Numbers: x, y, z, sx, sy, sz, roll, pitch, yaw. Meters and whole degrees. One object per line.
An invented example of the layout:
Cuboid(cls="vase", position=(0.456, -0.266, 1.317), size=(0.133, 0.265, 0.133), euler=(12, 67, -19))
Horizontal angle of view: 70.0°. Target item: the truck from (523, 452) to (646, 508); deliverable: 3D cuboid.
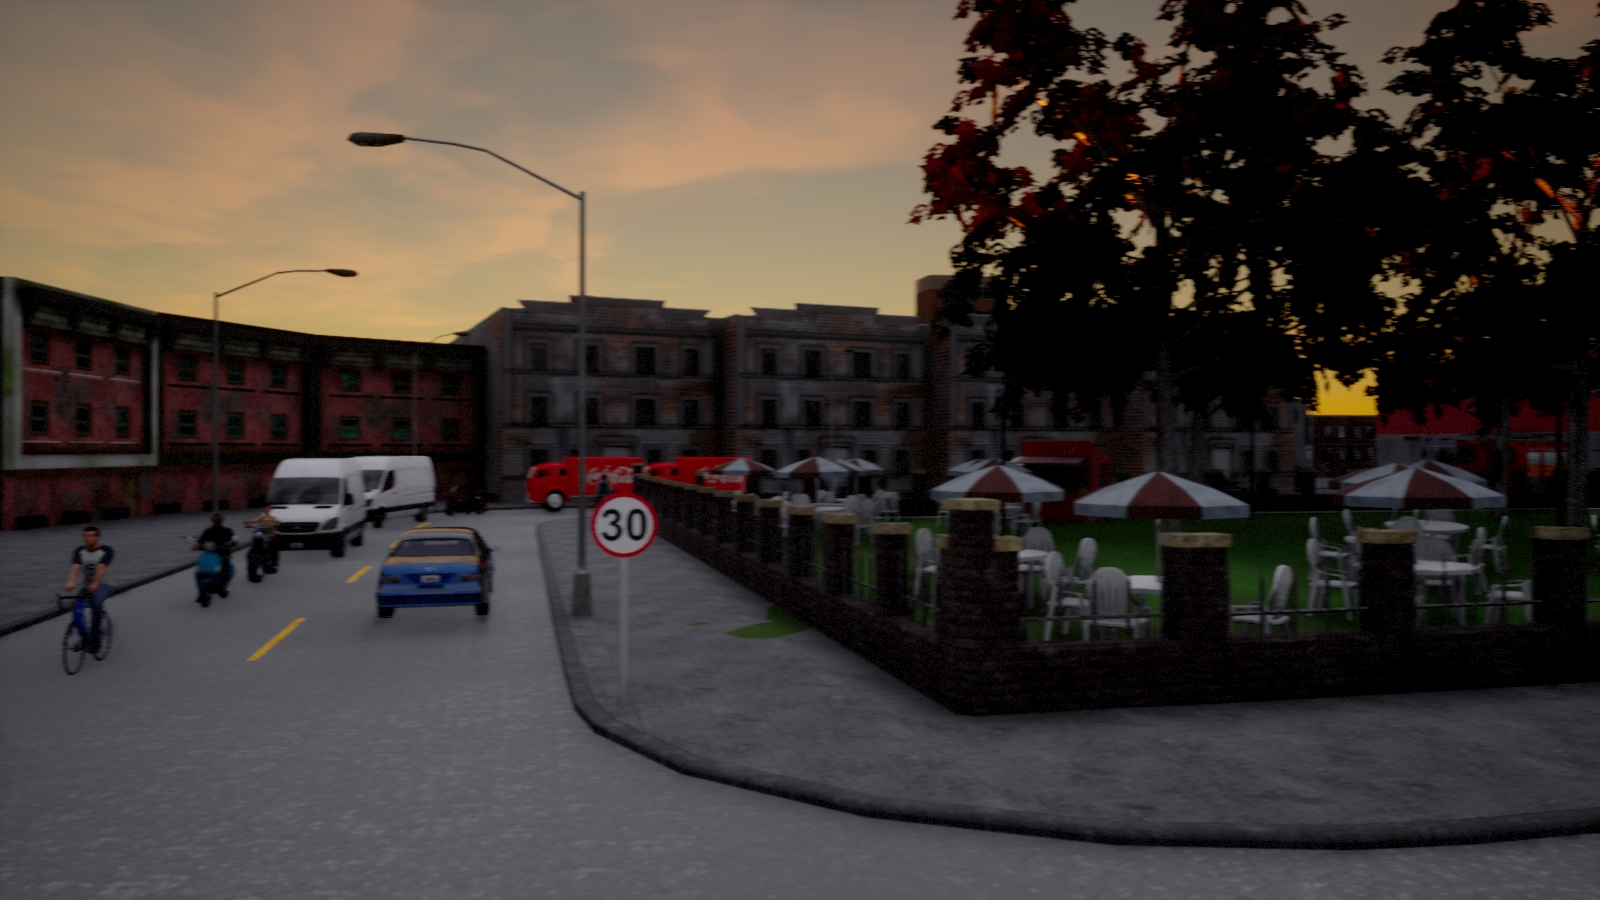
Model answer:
Cuboid(cls="truck", position=(-9.977, 1.333, 52.810), size=(5.204, 2.467, 2.627), euler=(0, 0, -21))

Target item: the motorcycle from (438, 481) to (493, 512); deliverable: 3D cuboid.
Cuboid(cls="motorcycle", position=(-14.303, 1.963, 48.899), size=(0.867, 1.251, 2.209), euler=(0, 0, 35))

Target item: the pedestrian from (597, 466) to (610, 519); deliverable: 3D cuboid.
Cuboid(cls="pedestrian", position=(-6.988, 1.512, 40.599), size=(0.375, 1.860, 0.375), euler=(0, 0, 8))

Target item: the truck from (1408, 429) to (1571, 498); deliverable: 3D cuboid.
Cuboid(cls="truck", position=(39.589, 0.732, 65.656), size=(8.468, 3.827, 2.891), euler=(0, 0, -14))

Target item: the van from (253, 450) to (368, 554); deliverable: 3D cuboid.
Cuboid(cls="van", position=(-13.308, 1.293, 31.439), size=(1.988, 2.561, 5.915), euler=(0, 0, -14))

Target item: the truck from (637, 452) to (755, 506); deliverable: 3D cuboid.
Cuboid(cls="truck", position=(-4.987, 1.339, 54.314), size=(5.204, 2.467, 2.627), euler=(0, 0, -14))

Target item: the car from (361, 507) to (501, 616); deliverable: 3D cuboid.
Cuboid(cls="car", position=(-6.484, 1.875, 20.607), size=(2.033, 1.411, 5.357), euler=(0, 0, -14))

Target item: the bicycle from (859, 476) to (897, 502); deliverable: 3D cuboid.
Cuboid(cls="bicycle", position=(3.853, 1.945, 56.534), size=(1.835, 1.271, 0.329), euler=(0, 0, -14))

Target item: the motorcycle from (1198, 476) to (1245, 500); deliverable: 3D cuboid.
Cuboid(cls="motorcycle", position=(22.566, 2.020, 61.176), size=(2.209, 1.251, 0.867), euler=(0, 0, -14))

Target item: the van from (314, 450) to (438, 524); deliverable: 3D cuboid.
Cuboid(cls="van", position=(-15.747, 1.290, 42.827), size=(1.988, 2.561, 5.915), euler=(0, 0, 5))

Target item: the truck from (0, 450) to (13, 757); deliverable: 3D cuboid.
Cuboid(cls="truck", position=(-6.868, 1.311, 6.638), size=(2.627, 2.467, 5.204), euler=(0, 2, -21))
